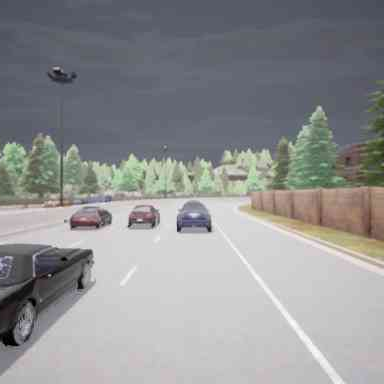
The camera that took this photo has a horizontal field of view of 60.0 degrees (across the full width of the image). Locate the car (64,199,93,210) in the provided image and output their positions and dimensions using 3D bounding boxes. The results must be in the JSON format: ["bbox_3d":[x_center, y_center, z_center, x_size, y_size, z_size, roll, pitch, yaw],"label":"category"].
[{"bbox_3d":[-16.829,1.837,49.818,2.033,1.411,5.357,0,0,6],"label":"car"}]

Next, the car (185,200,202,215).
[{"bbox_3d":[0.190,1.727,38.206,1.837,1.490,4.892,0,0,1],"label":"car"}]

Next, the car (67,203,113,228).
[{"bbox_3d":[-6.873,1.698,23.020,1.994,1.385,4.181,0,0,0],"label":"car"}]

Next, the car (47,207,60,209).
[{"bbox_3d":[-20.326,1.638,49.999,2.097,1.767,4.553,0,0,6],"label":"car"}]

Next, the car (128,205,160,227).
[{"bbox_3d":[-3.379,1.664,23.891,1.812,1.442,4.674,0,0,0],"label":"car"}]

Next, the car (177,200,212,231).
[{"bbox_3d":[0.124,1.478,21.634,2.097,1.767,4.553,0,0,0],"label":"car"}]

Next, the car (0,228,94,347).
[{"bbox_3d":[-3.394,1.638,6.328,1.895,1.301,4.718,0,0,0],"label":"car"}]
